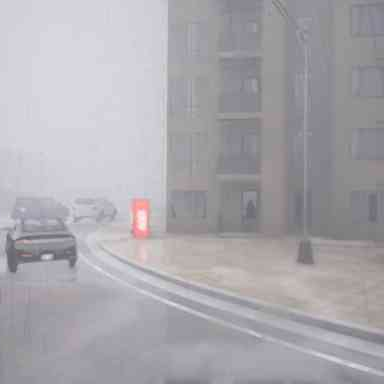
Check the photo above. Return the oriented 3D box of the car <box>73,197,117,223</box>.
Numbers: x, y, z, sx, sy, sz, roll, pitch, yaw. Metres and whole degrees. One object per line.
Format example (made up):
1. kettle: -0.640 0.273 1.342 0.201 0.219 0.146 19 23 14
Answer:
1. car: -7.985 1.423 27.644 2.150 2.045 5.566 0 -1 5

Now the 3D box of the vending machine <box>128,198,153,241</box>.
1. vending machine: -2.633 1.336 16.876 1.100 2.100 0.880 1 -1 -18

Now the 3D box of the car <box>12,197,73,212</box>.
1. car: -11.604 1.381 25.751 2.150 2.045 5.566 0 -1 3

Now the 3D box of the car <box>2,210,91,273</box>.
1. car: -5.108 1.560 11.073 2.128 1.511 4.902 1 -1 -30
